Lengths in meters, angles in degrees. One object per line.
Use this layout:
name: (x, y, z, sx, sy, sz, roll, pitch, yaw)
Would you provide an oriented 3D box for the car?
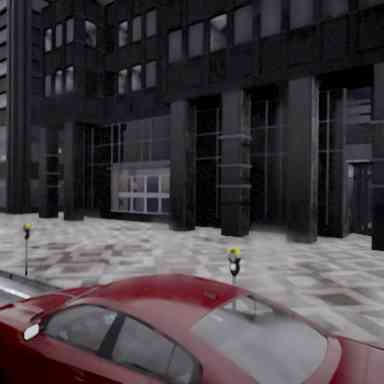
car: (-0.449, 1.525, 3.283, 4.507, 1.381, 1.887, 1, 0, 35)
